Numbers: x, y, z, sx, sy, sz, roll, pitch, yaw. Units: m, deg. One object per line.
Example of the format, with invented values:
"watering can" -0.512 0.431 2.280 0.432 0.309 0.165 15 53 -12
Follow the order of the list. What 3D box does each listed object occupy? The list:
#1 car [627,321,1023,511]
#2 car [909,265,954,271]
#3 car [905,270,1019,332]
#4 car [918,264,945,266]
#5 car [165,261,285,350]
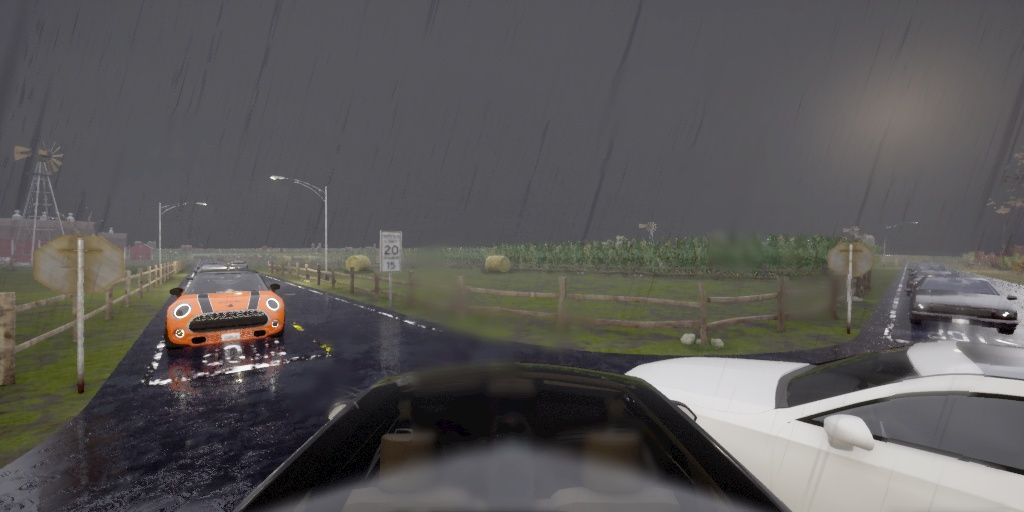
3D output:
"car" 2.866 1.293 2.171 1.812 1.442 4.674 0 1 -43
"car" 21.104 1.359 17.770 4.181 1.385 1.994 0 1 -42
"car" 13.675 1.332 11.086 5.357 1.411 2.033 0 1 -42
"car" 28.765 1.302 24.653 4.902 1.511 2.128 0 1 -42
"car" -7.438 1.136 9.415 2.097 1.767 4.553 0 0 -39
